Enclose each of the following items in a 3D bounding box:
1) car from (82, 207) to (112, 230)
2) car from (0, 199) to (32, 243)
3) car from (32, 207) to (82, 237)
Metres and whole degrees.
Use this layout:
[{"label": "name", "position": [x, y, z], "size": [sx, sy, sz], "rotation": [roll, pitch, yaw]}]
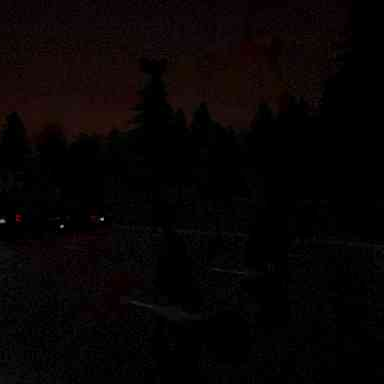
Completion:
[{"label": "car", "position": [-7.289, 1.693, 22.085], "size": [4.181, 1.385, 1.994], "rotation": [0, 0, 36]}, {"label": "car", "position": [-10.133, 1.340, 15.517], "size": [5.566, 2.045, 2.150], "rotation": [0, 0, 35]}, {"label": "car", "position": [-8.806, 1.616, 18.868], "size": [4.902, 1.511, 2.128], "rotation": [0, 0, 36]}]
